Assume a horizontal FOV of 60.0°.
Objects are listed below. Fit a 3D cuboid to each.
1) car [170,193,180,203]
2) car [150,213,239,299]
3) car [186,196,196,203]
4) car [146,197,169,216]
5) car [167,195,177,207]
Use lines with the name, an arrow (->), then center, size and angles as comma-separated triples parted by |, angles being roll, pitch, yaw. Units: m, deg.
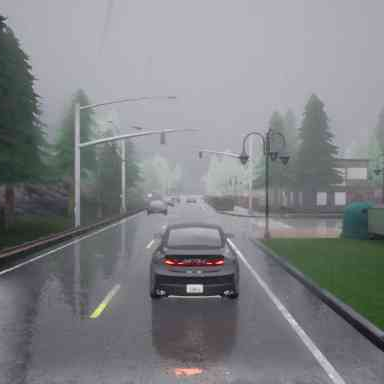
car -> -3.658, 1.223, 68.357 | 2.150, 2.045, 5.566 | 0, 0, 0
car -> 0.055, 1.505, 8.456 | 1.837, 1.490, 4.892 | 0, 0, 0
car -> -0.147, 1.564, 66.664 | 1.994, 1.385, 4.181 | 0, 0, 0
car -> -3.442, 1.525, 32.554 | 1.812, 1.442, 4.674 | 0, 0, -6
car -> -3.701, 1.525, 49.576 | 1.812, 1.442, 4.674 | 0, 0, 0
